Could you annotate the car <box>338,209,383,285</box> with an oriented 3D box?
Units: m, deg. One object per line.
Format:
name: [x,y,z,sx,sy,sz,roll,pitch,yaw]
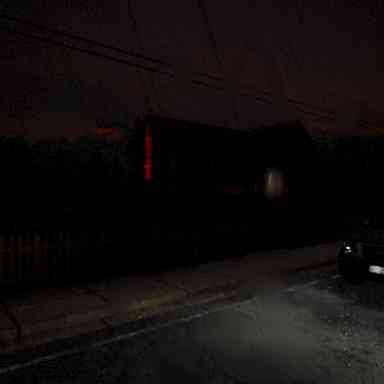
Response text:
car: [6.159,1.343,8.871,5.566,2.045,2.150,1,-1,-38]
